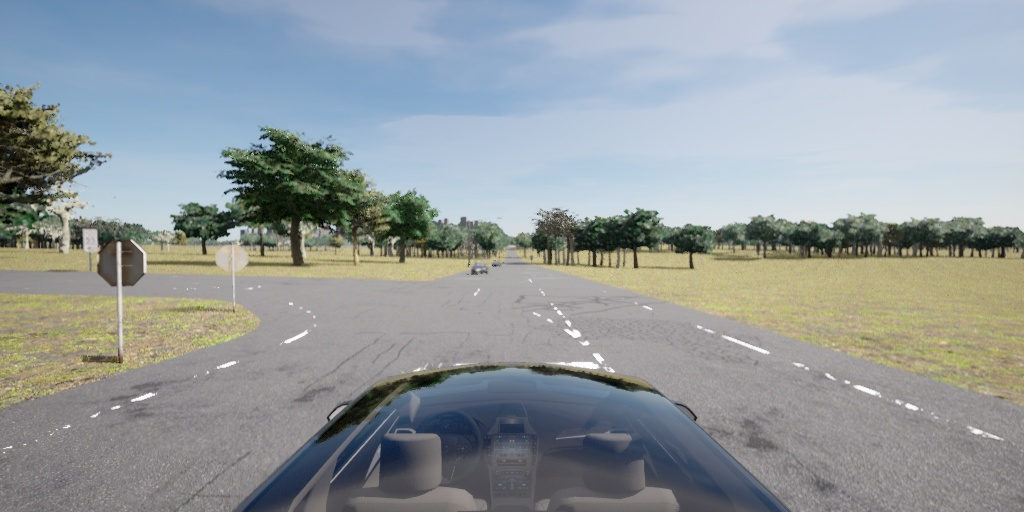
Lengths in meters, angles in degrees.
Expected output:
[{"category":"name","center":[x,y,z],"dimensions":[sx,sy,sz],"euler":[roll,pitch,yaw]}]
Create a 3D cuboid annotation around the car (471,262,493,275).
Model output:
[{"category":"car","center":[-3.747,1.435,42.229],"dimensions":[2.128,1.511,4.902],"euler":[0,0,0]}]
